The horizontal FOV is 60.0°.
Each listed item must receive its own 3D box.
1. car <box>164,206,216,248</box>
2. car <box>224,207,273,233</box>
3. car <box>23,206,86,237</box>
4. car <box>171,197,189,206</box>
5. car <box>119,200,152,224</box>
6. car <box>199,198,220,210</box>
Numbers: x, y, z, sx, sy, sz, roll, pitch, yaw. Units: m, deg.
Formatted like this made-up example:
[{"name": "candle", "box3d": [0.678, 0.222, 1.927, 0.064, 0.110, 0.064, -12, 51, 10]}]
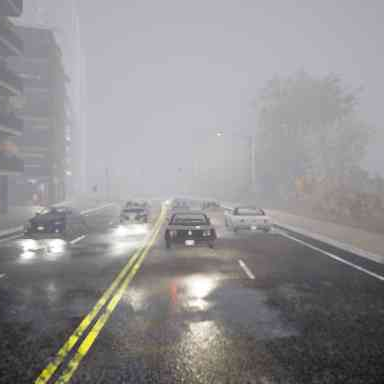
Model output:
[{"name": "car", "box3d": [-0.141, 1.490, 14.112, 1.895, 1.301, 4.718, 0, 0, -2]}, {"name": "car", "box3d": [2.948, 1.451, 18.523, 1.895, 1.301, 4.718, 0, 0, -2]}, {"name": "car", "box3d": [-6.928, 1.439, 17.127, 1.994, 1.385, 4.181, 0, 0, -2]}, {"name": "car", "box3d": [-1.270, 1.262, 35.712, 2.033, 1.411, 5.357, 0, 0, -4]}, {"name": "car", "box3d": [-3.879, 1.314, 23.397, 2.128, 1.511, 4.902, 0, 0, -2]}, {"name": "car", "box3d": [1.863, 1.298, 37.216, 1.895, 1.301, 4.718, 0, 0, -4]}]
